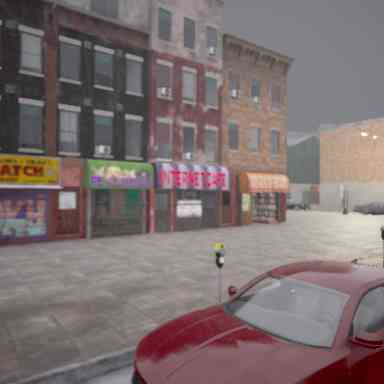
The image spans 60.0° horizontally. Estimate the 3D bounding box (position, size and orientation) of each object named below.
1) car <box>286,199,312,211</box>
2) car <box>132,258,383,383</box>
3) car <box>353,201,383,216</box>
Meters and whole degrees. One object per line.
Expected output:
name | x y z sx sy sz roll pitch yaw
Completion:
car | 11.349 1.509 38.323 1.895 1.301 4.718 1 0 -36
car | 1.497 1.551 3.871 4.507 1.381 1.887 0 0 -35
car | 17.405 1.528 29.978 2.033 1.411 5.357 1 0 -33
